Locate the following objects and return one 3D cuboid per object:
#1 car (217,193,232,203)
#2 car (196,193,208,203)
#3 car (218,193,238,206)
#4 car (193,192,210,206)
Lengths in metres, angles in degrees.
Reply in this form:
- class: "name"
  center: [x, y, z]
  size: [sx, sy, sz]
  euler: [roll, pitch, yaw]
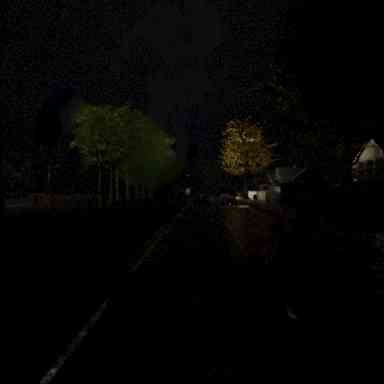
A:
- class: "car"
  center: [5.013, 0.883, 52.358]
  size: [2.033, 1.411, 5.357]
  euler: [0, 1, 2]
- class: "car"
  center: [1.515, 0.858, 52.475]
  size: [1.812, 1.442, 4.674]
  euler: [0, 1, 2]
- class: "car"
  center: [4.676, 1.083, 42.393]
  size: [1.895, 1.301, 4.718]
  euler: [0, 1, 2]
- class: "car"
  center: [1.177, 0.832, 42.447]
  size: [2.097, 1.767, 4.553]
  euler: [0, 1, 2]
